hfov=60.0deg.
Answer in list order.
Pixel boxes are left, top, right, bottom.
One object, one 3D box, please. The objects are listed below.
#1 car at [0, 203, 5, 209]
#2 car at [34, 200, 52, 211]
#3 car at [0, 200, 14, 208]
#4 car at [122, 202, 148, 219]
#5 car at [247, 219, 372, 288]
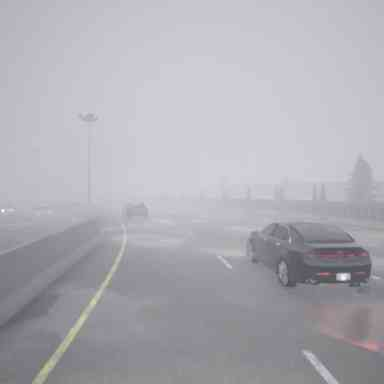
[{"bbox_3d":[-13.346,1.693,20.378,1.837,1.490,4.892,0,0,-14],"label":"car"},{"bbox_3d":[-21.957,1.929,48.935,1.812,1.442,4.674,0,0,-33],"label":"car"},{"bbox_3d":[-31.537,2.037,56.418,2.128,1.511,4.902,-1,0,-37],"label":"car"},{"bbox_3d":[-5.330,1.665,30.876,2.128,1.511,4.902,0,0,-18],"label":"car"},{"bbox_3d":[2.926,1.530,9.342,1.837,1.490,4.892,0,0,-5],"label":"car"}]
